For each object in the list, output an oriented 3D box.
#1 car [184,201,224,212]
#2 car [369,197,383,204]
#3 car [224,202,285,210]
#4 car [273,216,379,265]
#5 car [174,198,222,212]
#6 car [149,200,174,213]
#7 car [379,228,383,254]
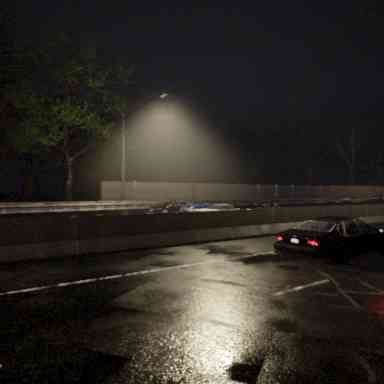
[{"bbox_3d":[1.997,1.627,26.915,4.718,1.301,1.895,0,0,-35],"label":"car"},{"bbox_3d":[32.129,1.627,56.907,4.902,1.511,2.128,0,0,-35],"label":"car"},{"bbox_3d":[5.053,1.533,24.794,4.892,1.490,1.837,0,0,-35],"label":"car"},{"bbox_3d":[5.236,1.563,11.782,5.357,1.411,2.033,0,0,-35],"label":"car"},{"bbox_3d":[1.079,1.383,30.557,4.553,1.767,2.097,0,0,-35],"label":"car"},{"bbox_3d":[-1.798,1.532,32.243,4.892,1.490,1.837,0,0,-38],"label":"car"},{"bbox_3d":[7.292,1.493,8.951,5.008,1.535,1.882,0,0,-35],"label":"car"}]
